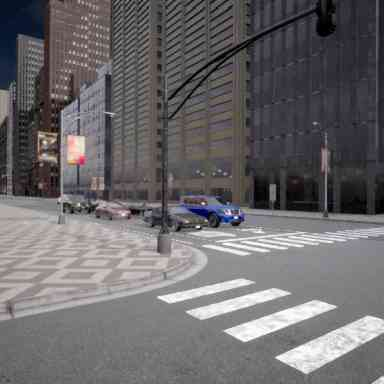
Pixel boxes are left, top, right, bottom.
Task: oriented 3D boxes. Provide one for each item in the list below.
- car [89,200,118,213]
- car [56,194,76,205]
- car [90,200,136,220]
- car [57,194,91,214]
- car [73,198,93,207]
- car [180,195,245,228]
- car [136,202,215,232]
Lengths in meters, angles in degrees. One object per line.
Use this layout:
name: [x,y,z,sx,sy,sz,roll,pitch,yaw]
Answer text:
car: [-10.605,1.651,39.531,1.812,1.442,4.674,1,-1,-35]
car: [-24.738,1.489,65.205,2.150,2.045,5.566,1,-1,-36]
car: [-6.893,1.584,28.736,1.812,1.442,4.674,1,-1,-36]
car: [-13.117,1.322,37.461,2.150,2.045,5.566,1,-1,-36]
car: [-18.686,1.733,56.745,1.837,1.490,4.892,1,-1,-36]
car: [1.131,1.267,23.092,2.150,2.045,5.566,1,-1,-36]
car: [-1.197,1.567,20.769,2.033,1.411,5.357,1,-1,-35]
